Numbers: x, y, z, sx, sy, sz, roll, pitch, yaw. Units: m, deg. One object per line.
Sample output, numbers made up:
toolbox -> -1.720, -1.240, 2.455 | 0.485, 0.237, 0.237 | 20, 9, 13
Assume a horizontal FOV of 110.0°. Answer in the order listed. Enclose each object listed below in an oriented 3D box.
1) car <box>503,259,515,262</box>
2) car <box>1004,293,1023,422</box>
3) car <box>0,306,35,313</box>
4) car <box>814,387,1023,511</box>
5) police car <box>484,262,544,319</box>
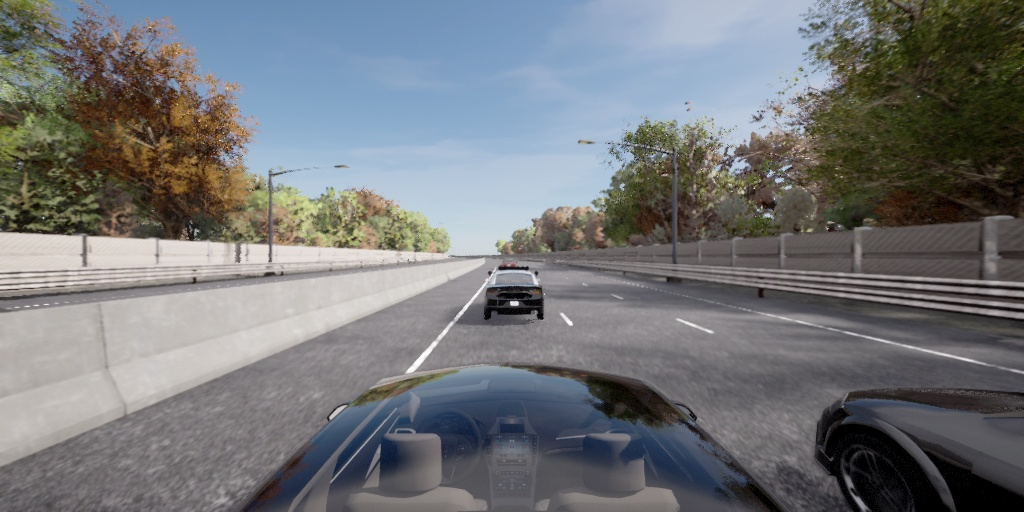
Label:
car -> -0.394, 1.118, 42.986 | 2.097, 1.767, 4.553 | 0, 0, -1
car -> 7.092, 1.226, 1.981 | 1.882, 1.535, 5.008 | 0, 0, 0
car -> -10.584, 1.355, 5.679 | 1.895, 1.301, 4.718 | 0, 0, 0
car -> 3.592, 1.313, 1.333 | 1.994, 1.385, 4.181 | 0, 0, 0
police car -> 0.054, 1.179, 13.019 | 1.930, 1.638, 5.238 | 0, 0, 0
